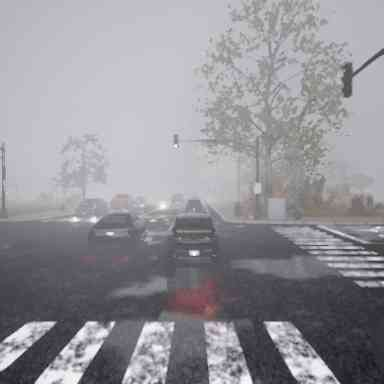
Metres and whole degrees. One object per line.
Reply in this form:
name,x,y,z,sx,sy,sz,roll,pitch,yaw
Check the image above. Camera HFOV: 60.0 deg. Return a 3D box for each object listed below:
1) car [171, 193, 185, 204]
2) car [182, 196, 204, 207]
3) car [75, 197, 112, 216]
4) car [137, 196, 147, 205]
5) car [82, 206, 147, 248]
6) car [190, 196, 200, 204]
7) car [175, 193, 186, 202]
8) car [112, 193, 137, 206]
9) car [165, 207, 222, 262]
car,-2.662,1.208,62.909,2.150,2.045,5.566,0,0,1
car,0.233,1.509,36.463,1.837,1.490,4.892,0,0,1
car,-9.777,1.356,32.604,2.097,1.767,4.553,0,0,1
car,-9.259,1.515,59.483,1.812,1.442,4.674,0,0,1
car,-3.221,1.577,15.054,1.994,1.385,4.181,0,1,0
car,0.606,1.511,63.728,1.812,1.442,4.674,0,0,1
car,-2.484,1.226,73.266,2.097,1.767,4.553,0,0,1
car,-9.535,1.221,45.707,2.150,2.045,5.566,0,0,1
car,0.046,1.552,12.460,1.837,1.490,4.892,0,1,0
